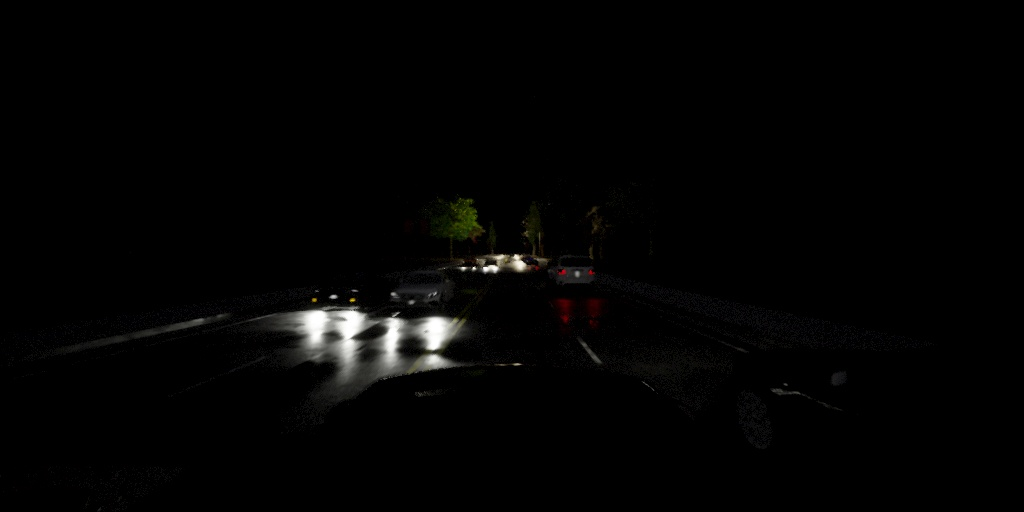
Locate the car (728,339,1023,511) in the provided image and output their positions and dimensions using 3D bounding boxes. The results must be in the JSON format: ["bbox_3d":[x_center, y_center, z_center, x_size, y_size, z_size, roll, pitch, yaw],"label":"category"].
[{"bbox_3d":[3.351,1.228,2.001,1.882,1.535,5.008,0,0,0],"label":"car"}]

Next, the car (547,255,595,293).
[{"bbox_3d":[3.352,0.961,21.078,2.150,2.045,5.566,0,0,0],"label":"car"}]

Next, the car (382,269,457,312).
[{"bbox_3d":[-3.350,1.276,14.268,1.812,1.442,4.674,0,0,0],"label":"car"}]

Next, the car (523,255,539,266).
[{"bbox_3d":[3.255,0.976,58.037,1.895,1.301,4.718,0,1,0],"label":"car"}]

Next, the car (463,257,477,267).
[{"bbox_3d":[-6.536,0.872,56.147,1.882,1.535,5.008,0,1,1],"label":"car"}]

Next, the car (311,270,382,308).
[{"bbox_3d":[-6.595,1.313,15.218,1.994,1.385,4.181,0,0,0],"label":"car"}]

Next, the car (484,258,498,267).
[{"bbox_3d":[-3.277,0.996,56.176,1.895,1.301,4.718,0,1,1],"label":"car"}]
